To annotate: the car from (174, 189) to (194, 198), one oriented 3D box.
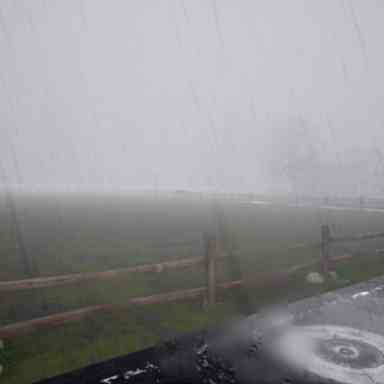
[{"bbox_3d":[-1.552,0.307,62.229,1.837,1.490,4.892,1,1,-35],"label":"car"}]
